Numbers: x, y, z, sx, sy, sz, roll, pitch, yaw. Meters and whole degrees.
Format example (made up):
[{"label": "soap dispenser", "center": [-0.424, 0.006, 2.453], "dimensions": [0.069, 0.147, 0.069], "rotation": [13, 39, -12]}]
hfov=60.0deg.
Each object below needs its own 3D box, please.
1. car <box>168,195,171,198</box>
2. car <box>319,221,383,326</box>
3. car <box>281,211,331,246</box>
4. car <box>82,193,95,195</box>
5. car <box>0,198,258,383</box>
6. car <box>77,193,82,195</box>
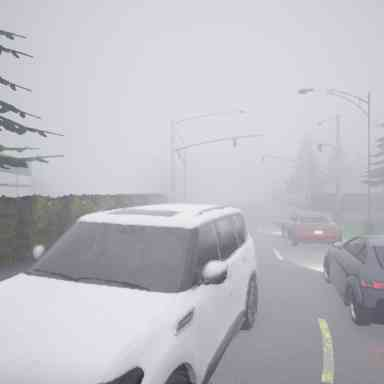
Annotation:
[{"label": "car", "center": [-4.948, 1.373, 75.634], "dimensions": [1.845, 1.501, 3.633], "rotation": [0, 0, 7]}, {"label": "car", "center": [4.002, 1.564, 6.830], "dimensions": [1.994, 1.385, 4.181], "rotation": [0, 0, 14]}, {"label": "car", "center": [5.277, 1.564, 15.143], "dimensions": [1.994, 1.385, 4.181], "rotation": [0, 0, 8]}, {"label": "car", "center": [-23.353, 1.097, 78.207], "dimensions": [1.932, 1.855, 4.605], "rotation": [0, 0, 7]}, {"label": "car", "center": [-0.528, 1.222, 4.377], "dimensions": [2.150, 2.045, 5.566], "rotation": [1, 0, 20]}, {"label": "car", "center": [-26.288, 1.077, 78.179], "dimensions": [1.905, 1.878, 3.866], "rotation": [0, 0, 7]}]
